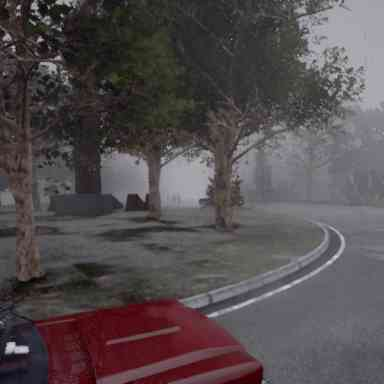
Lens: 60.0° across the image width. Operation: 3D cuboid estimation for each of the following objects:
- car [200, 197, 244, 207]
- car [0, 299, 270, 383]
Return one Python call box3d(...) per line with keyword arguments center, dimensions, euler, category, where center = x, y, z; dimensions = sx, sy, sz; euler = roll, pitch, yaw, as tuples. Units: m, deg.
box3d(center=(2.927, 0.798, 33.592), dimensions=(1.882, 1.535, 5.008), euler=(-2, 1, -44), category="car")
box3d(center=(-1.743, 1.596, 2.474), dimensions=(4.718, 1.301, 1.895), euler=(-2, 1, -26), category="car")
